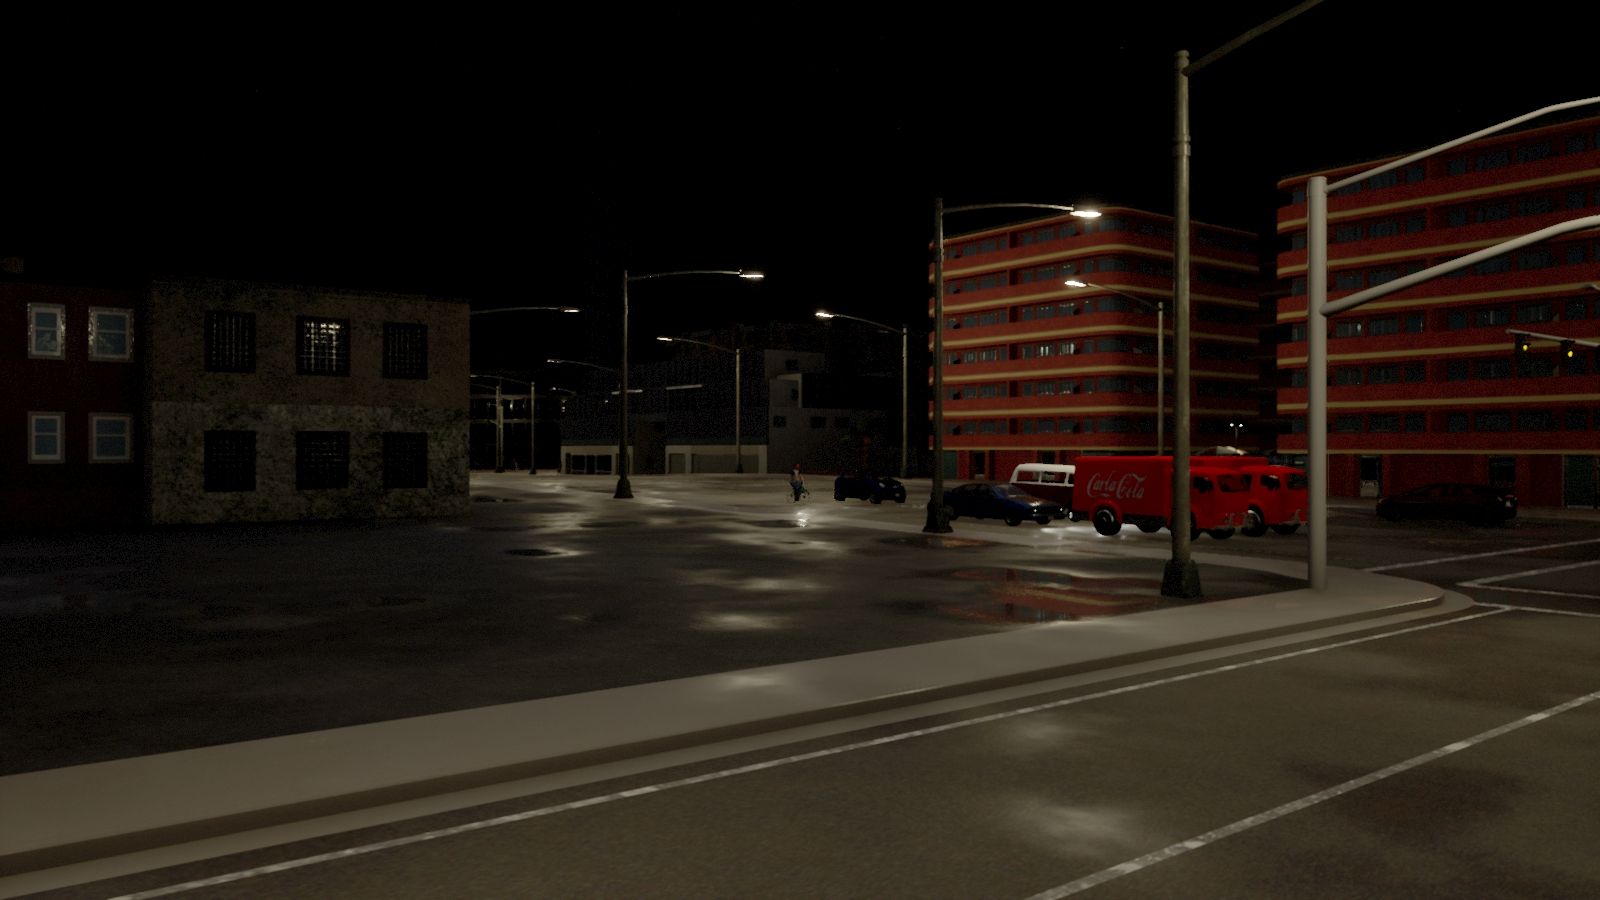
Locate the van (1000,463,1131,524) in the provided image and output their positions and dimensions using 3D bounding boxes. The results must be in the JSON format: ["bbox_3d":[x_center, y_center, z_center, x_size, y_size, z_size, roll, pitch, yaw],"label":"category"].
[{"bbox_3d":[9.878,1.571,42.765,2.069,2.038,4.480,0,1,-37],"label":"van"}]

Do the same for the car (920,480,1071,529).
[{"bbox_3d":[6.908,1.888,40.882,2.033,1.411,5.357,0,1,-37],"label":"car"}]

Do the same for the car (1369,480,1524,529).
[{"bbox_3d":[23.639,1.951,41.905,2.007,1.525,4.514,0,1,-37],"label":"car"}]

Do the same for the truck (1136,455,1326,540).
[{"bbox_3d":[13.968,1.449,37.325,2.627,2.467,5.204,0,1,-37],"label":"truck"}]

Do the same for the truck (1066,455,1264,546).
[{"bbox_3d":[11.143,1.450,35.233,2.627,2.467,5.204,0,1,-37],"label":"truck"}]
